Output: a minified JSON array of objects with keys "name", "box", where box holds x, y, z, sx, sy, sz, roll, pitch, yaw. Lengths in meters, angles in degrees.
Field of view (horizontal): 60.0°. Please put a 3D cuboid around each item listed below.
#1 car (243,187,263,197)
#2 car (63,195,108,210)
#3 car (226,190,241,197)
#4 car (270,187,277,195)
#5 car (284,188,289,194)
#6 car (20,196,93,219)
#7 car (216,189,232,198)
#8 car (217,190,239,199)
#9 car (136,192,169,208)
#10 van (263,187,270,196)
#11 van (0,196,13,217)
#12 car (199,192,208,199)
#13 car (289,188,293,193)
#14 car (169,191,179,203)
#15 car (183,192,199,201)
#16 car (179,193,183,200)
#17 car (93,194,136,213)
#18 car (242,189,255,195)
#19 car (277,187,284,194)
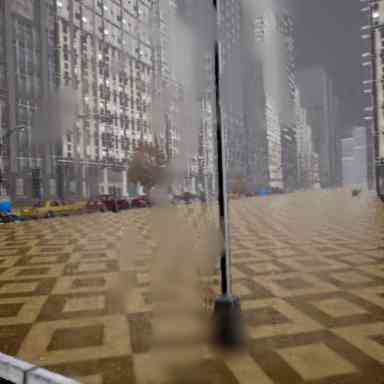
[{"name":"car","box":[11.309,0.153,62.952,1.967,1.590,4.097,-2,0,28]},{"name":"car","box":[-11.694,1.167,36.970,1.752,1.417,4.829,-2,0,28]},{"name":"car","box":[9.480,0.298,76.580,1.887,1.381,4.507,-2,0,28]},{"name":"car","box":[16.621,-0.066,72.775,1.967,1.590,4.097,-2,0,28]},{"name":"car","box":[21.953,-0.157,82.590,1.947,1.339,4.313,-2,0,28]},{"name":"car","box":[-9.683,1.129,23.719,1.752,1.417,4.829,-2,0,28]},{"name":"car","box":[6.840,0.302,71.647,1.967,1.590,4.097,-2,0,28]},{"name":"car","box":[6.121,0.455,53.258,1.752,1.417,4.829,-2,0,28]},{"name":"car","box":[-4.496,0.962,33.418,1.802,1.307,4.206,-2,0,28]},{"name":"van","box":[13.968,-0.055,67.860,1.690,1.788,3.998,-2,0,28]},{"name":"van","box":[-16.894,1.208,27.255,1.690,1.788,3.998,-2,0,28]},{"name":"car","box":[1.570,0.631,61.782,2.008,1.369,4.403,-2,0,28]},{"name":"car","box":[24.664,-0.308,87.664,1.752,1.417,4.829,-2,0,28]},{"name":"car","box":[-4.177,0.861,45.455,1.812,1.442,4.674,-2,0,28]},{"name":"car","box":[-1.067,0.735,56.850,1.887,1.381,4.507,-2,0,28]},{"name":"car","box":[-3.707,0.742,51.917,1.967,1.590,4.097,-2,0,28]},{"name":"car","box":[-7.133,0.933,28.493,1.967,1.590,4.097,-2,0,28]},{"name":"car","box":[14.754,0.083,86.444,1.887,1.381,4.507,-2,0,28]},{"name":"car","box":[19.273,-0.299,77.686,2.192,1.841,5.009,-2,0,28]}]
